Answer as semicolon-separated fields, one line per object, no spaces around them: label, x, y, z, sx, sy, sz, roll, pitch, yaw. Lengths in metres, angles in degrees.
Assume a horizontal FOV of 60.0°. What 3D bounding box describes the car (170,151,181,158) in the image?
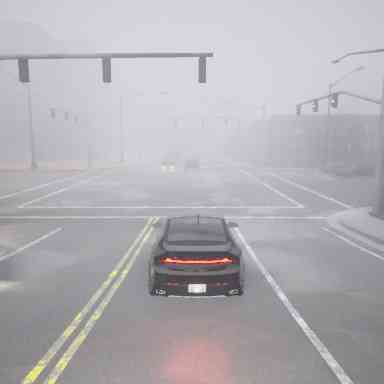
car;-3.491;-6.625;60.779;2.097;1.767;4.553;0;9;0

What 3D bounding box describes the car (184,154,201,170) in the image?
car;0.046;-3.760;43.124;1.837;1.490;4.892;1;9;3

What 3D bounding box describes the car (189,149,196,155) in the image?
car;0.114;-10.952;90.274;1.994;1.385;4.181;0;9;0

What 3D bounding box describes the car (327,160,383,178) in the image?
car;16.684;-2.135;32.796;5.357;1.411;2.033;0;9;2

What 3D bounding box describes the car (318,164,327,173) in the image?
car;16.321;-2.721;36.246;4.902;1.511;2.128;0;9;0

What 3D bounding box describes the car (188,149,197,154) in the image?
car;0.098;-8.418;73.586;1.812;1.442;4.674;0;9;0

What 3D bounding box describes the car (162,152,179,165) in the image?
car;-3.532;-4.872;50.648;2.033;1.411;5.357;0;9;0

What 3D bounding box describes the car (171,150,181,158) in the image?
car;-3.410;-8.061;70.957;1.882;1.535;5.008;0;9;0

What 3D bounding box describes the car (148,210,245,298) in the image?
car;0.082;1.204;7.984;1.837;1.490;4.892;0;4;0
